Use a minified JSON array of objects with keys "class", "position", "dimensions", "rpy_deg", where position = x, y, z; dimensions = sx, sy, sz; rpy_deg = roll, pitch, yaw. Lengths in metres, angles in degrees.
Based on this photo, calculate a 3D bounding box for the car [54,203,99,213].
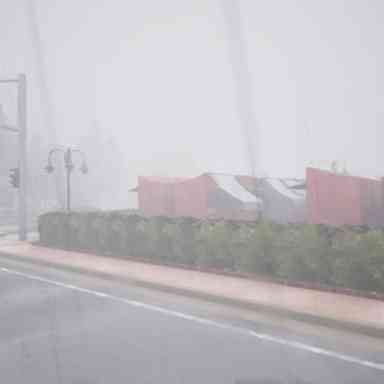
[{"class":"car","position":[-12.866,1.931,37.161],"dimensions":[1.895,1.301,4.718],"rpy_deg":[-1,0,36]}]
